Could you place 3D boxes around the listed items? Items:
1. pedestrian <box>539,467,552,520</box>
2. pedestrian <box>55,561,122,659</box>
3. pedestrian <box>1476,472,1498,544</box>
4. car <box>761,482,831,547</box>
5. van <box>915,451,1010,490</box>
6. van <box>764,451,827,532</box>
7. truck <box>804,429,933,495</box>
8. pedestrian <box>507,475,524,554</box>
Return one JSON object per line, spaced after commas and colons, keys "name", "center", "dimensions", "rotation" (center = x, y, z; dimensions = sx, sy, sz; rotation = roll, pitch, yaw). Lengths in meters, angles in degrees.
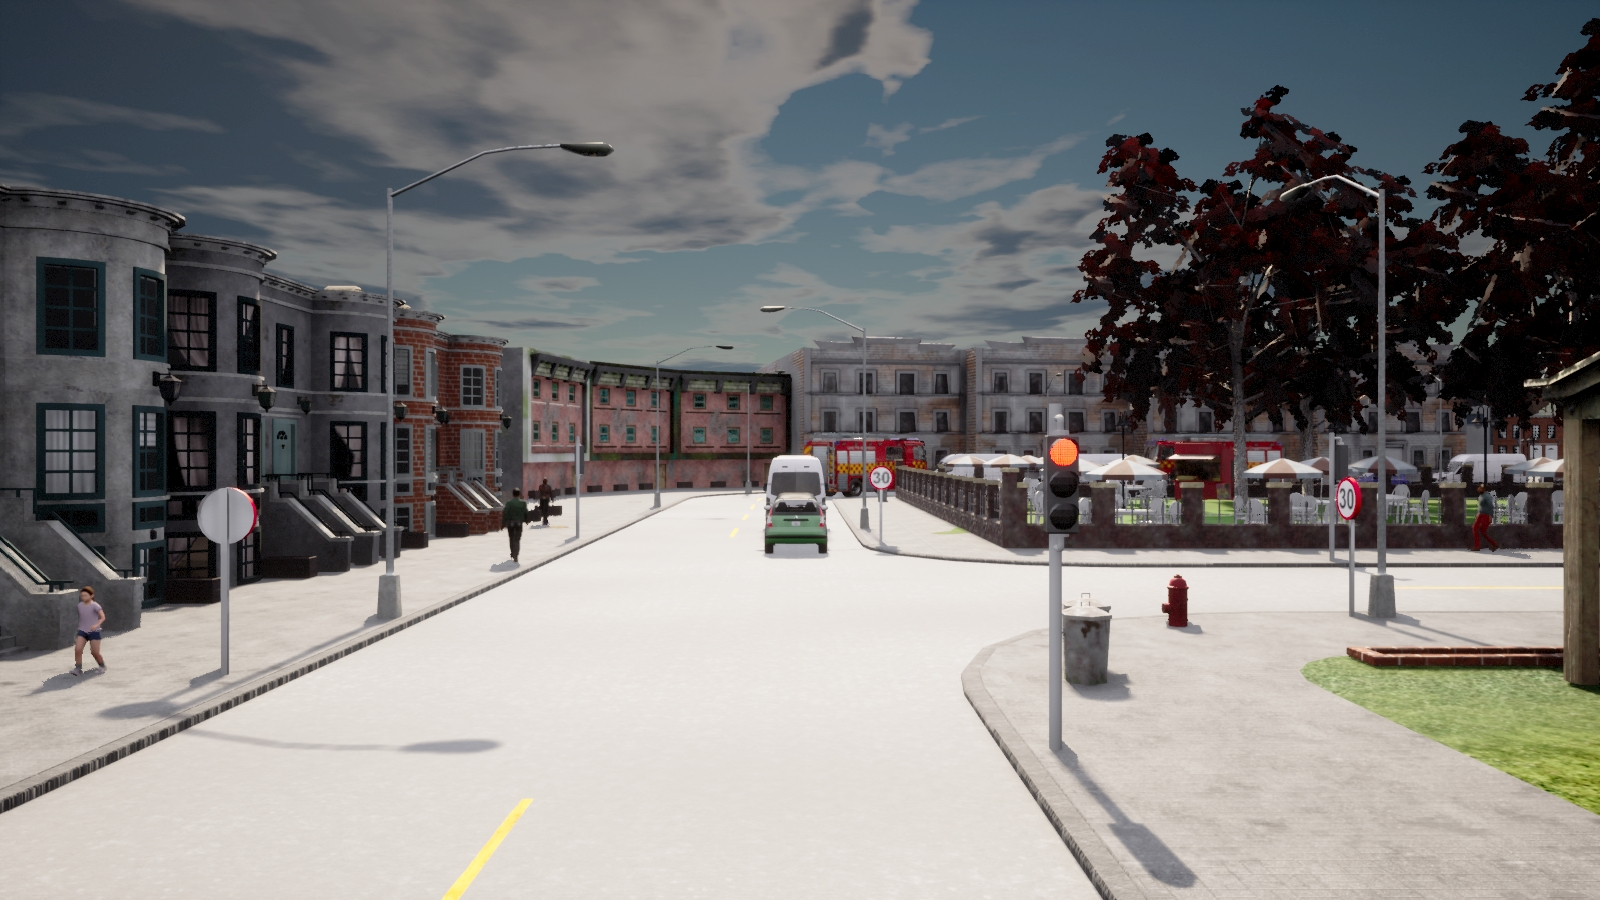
{"name": "pedestrian", "center": [-8.969, 1.525, 40.312], "dimensions": [0.375, 1.860, 0.375], "rotation": [0, 0, -2]}
{"name": "pedestrian", "center": [-8.499, 1.904, 13.664], "dimensions": [0.500, 1.100, 0.500], "rotation": [0, 0, -2]}
{"name": "pedestrian", "center": [18.001, 1.517, 29.937], "dimensions": [0.375, 1.860, 0.375], "rotation": [0, 0, 1]}
{"name": "car", "center": [-0.119, 1.779, 32.373], "dimensions": [1.851, 1.617, 3.988], "rotation": [0, 0, 0]}
{"name": "van", "center": [10.550, 1.314, 74.428], "dimensions": [5.915, 2.561, 1.988], "rotation": [0, 0, 0]}
{"name": "van", "center": [-0.147, 1.315, 39.074], "dimensions": [1.988, 2.561, 5.915], "rotation": [0, 0, 0]}
{"name": "truck", "center": [4.295, 0.672, 70.228], "dimensions": [8.468, 3.827, 2.891], "rotation": [0, 0, -43]}
{"name": "pedestrian", "center": [-6.784, 1.524, 27.218], "dimensions": [0.375, 1.860, 0.375], "rotation": [0, 0, -15]}
